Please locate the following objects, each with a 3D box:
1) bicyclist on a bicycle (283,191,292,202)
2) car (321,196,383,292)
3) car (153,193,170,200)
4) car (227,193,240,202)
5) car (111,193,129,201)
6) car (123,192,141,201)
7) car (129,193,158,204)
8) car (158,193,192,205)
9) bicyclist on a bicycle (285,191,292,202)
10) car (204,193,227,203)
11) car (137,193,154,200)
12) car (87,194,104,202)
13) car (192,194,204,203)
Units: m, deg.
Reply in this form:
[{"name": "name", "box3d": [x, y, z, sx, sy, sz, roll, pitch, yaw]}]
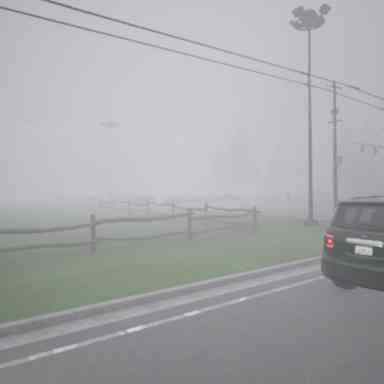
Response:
[{"name": "bicyclist on a bicycle", "box3d": [14.575, 0.708, 50.849, 0.582, 1.620, 1.656, 0, 1, 42]}, {"name": "car", "box3d": [5.187, 1.099, 7.549, 5.566, 2.045, 2.150, -1, 1, -37]}, {"name": "car", "box3d": [-6.815, 0.984, 73.988, 1.812, 1.442, 4.674, -1, 1, -35]}, {"name": "car", "box3d": [6.009, 0.967, 55.891, 1.837, 1.490, 4.892, -1, 0, -35]}, {"name": "car", "box3d": [-14.888, 0.960, 67.386, 2.097, 1.767, 4.553, -1, 0, -35]}, {"name": "car", "box3d": [-12.771, 0.914, 70.312, 2.097, 1.767, 4.553, -1, 1, -35]}, {"name": "car", "box3d": [-7.298, 1.140, 50.480, 1.882, 1.535, 5.008, -1, 1, -35]}, {"name": "car", "box3d": [-2.591, 1.103, 49.869, 2.128, 1.511, 4.902, -1, 0, -35]}, {"name": "bicyclist on a bicycle", "box3d": [14.722, 0.711, 50.304, 1.656, 1.620, 0.582, -1, 1, -45]}, {"name": "car", "box3d": [2.833, 1.003, 54.322, 2.128, 1.511, 4.902, -1, 0, -35]}, {"name": "car", "box3d": [-10.233, 1.034, 72.769, 1.812, 1.442, 4.674, -1, 1, -35]}, {"name": "car", "box3d": [-19.786, 1.199, 68.103, 2.033, 1.411, 5.357, -1, 1, -35]}, {"name": "car", "box3d": [-0.739, 1.069, 53.322, 1.837, 1.490, 4.892, -1, 1, -35]}]
